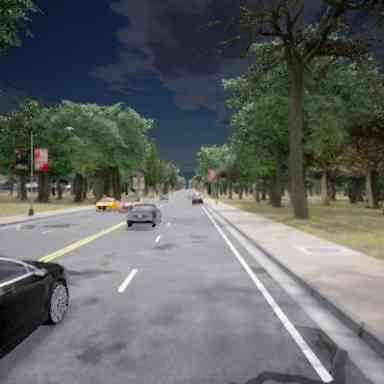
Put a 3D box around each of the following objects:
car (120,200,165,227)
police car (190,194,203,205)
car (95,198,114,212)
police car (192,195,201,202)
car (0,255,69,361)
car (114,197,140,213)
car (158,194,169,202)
[{"bbox_3d":[-3.148,1.536,22.565,2.033,1.411,5.357,0,0,0],"label":"car"},{"bbox_3d":[0.977,1.427,58.951,1.930,1.638,5.238,0,0,0],"label":"police car"},{"bbox_3d":[-9.836,1.470,38.882,1.882,1.535,5.008,0,0,0],"label":"car"},{"bbox_3d":[0.978,1.440,74.953,1.930,1.638,5.238,0,0,0],"label":"police car"},{"bbox_3d":[-3.150,1.488,4.147,2.128,1.511,4.902,0,0,0],"label":"car"},{"bbox_3d":[-6.592,1.343,35.906,2.097,1.767,4.553,0,0,0],"label":"car"},{"bbox_3d":[-6.499,1.286,76.484,2.097,1.767,4.553,0,0,0],"label":"car"}]
